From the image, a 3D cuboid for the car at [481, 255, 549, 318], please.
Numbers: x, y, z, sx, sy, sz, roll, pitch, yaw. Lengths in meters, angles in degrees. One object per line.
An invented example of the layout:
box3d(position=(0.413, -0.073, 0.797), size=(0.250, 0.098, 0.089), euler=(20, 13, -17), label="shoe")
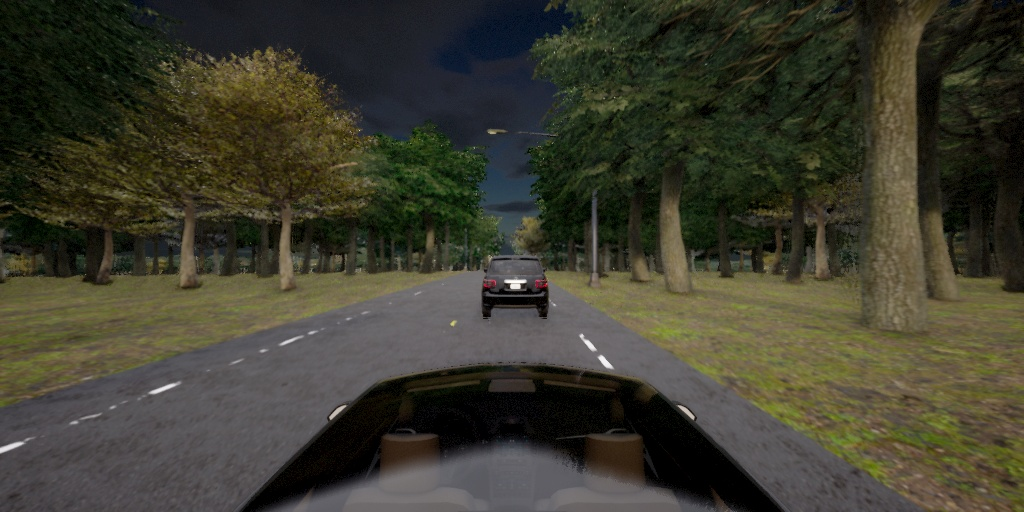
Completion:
box3d(position=(0.102, 1.003, 13.284), size=(2.150, 2.045, 5.566), euler=(0, 0, 0), label="car")
